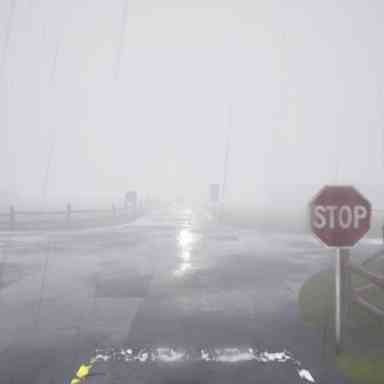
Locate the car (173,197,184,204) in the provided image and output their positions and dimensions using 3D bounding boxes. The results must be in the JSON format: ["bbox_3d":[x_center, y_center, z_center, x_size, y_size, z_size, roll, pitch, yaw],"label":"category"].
[{"bbox_3d":[-2.546,1.587,65.579,1.994,1.385,4.181,0,0,0],"label":"car"}]
